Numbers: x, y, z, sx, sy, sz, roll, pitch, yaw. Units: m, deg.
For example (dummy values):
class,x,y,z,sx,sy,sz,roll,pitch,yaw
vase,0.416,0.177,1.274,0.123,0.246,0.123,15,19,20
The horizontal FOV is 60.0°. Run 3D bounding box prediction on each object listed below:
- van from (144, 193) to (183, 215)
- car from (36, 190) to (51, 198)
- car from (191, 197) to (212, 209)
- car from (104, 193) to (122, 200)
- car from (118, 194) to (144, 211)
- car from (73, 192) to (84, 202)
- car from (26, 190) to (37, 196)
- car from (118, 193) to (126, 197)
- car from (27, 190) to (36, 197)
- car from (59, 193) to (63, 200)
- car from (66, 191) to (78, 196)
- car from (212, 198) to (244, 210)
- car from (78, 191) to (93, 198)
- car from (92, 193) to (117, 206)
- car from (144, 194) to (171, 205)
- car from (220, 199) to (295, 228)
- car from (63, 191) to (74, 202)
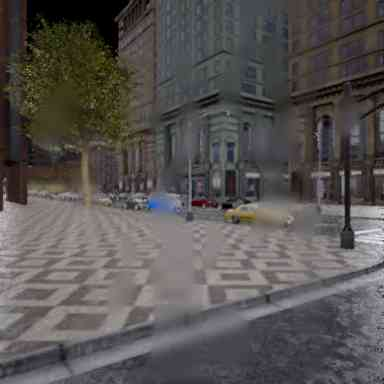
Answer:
class,x,y,z,sx,sy,sz,roll,pitch,yaw
van,-2.420,1.074,30.189,1.690,1.788,3.998,1,0,-35
car,-31.516,0.465,71.538,1.967,1.590,4.097,1,0,-35
car,1.314,1.198,39.697,1.887,1.381,4.507,1,0,-35
car,-14.852,0.835,62.668,1.802,1.307,4.206,1,0,-35
car,-5.654,1.214,34.784,2.008,1.369,4.403,1,0,-35
car,-15.354,0.975,48.569,2.008,1.369,4.403,1,0,-35
car,-41.216,0.236,85.320,1.967,1.590,4.097,1,0,-35
car,-11.619,0.884,58.074,2.008,1.369,4.403,1,0,-35
car,-37.982,0.312,80.725,1.967,1.590,4.097,1,0,-35
car,-21.819,0.813,57.757,2.008,1.369,4.403,1,0,-35
car,-31.015,0.444,85.634,1.802,1.307,4.206,1,0,-35
car,4.545,1.290,35.104,1.947,1.339,4.313,1,0,-35
car,-24.549,0.561,76.447,1.887,1.381,4.507,1,0,-35
car,-12.023,1.034,43.837,1.752,1.417,4.829,1,0,-35
car,-5.153,1.048,48.888,2.008,1.369,4.403,1,0,-35
car,4.144,1.382,20.858,1.752,1.417,4.829,1,0,-35
car,-18.587,0.893,53.163,2.008,1.369,4.403,1,0,-35
